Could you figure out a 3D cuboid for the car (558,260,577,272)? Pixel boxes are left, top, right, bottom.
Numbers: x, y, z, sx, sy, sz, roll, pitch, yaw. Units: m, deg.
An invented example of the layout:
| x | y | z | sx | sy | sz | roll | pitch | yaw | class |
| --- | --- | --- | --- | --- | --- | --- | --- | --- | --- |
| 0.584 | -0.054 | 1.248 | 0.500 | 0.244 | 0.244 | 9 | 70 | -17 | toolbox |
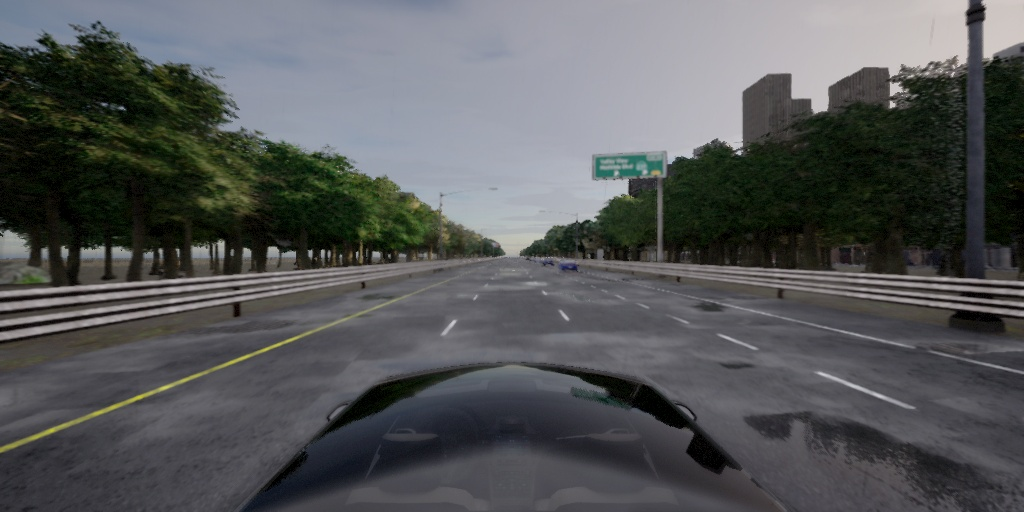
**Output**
| x | y | z | sx | sy | sz | roll | pitch | yaw | class |
| --- | --- | --- | --- | --- | --- | --- | --- | --- | --- |
| 7.043 | 1.217 | 45.617 | 1.882 | 1.535 | 5.008 | 0 | 0 | 0 | car |
